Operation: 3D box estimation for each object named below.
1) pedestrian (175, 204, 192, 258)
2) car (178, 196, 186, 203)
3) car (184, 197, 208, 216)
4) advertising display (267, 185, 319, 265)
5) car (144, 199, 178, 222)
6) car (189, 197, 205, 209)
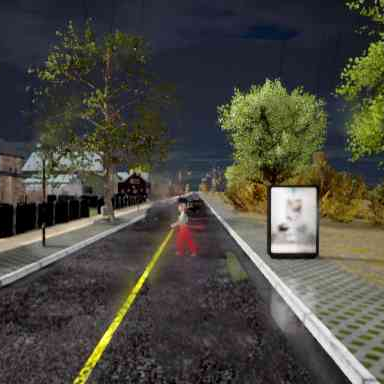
[{"bbox_3d":[-0.297,1.285,11.356,0.375,1.860,0.375,0,0,-5],"label":"pedestrian"},{"bbox_3d":[-1.924,1.518,66.163,1.994,1.385,4.181,0,0,1],"label":"car"},{"bbox_3d":[0.497,1.481,31.864,1.837,1.490,4.892,0,0,1],"label":"car"},{"bbox_3d":[3.146,1.017,10.399,1.540,2.440,0.280,0,0,1],"label":"advertising display"},{"bbox_3d":[-2.511,1.527,26.401,2.033,1.411,5.357,0,0,1],"label":"car"},{"bbox_3d":[0.667,1.459,45.268,2.128,1.511,4.902,0,0,1],"label":"car"}]
